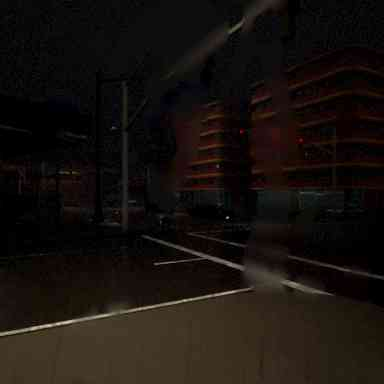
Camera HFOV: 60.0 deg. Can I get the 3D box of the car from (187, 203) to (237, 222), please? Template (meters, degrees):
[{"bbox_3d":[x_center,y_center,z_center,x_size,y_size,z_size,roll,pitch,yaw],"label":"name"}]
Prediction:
[{"bbox_3d":[1.543,1.601,26.803,1.895,1.301,4.718,0,0,-31],"label":"car"}]

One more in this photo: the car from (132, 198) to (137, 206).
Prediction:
[{"bbox_3d":[-10.840,1.601,55.076,1.895,1.301,4.718,0,0,-31],"label":"car"}]

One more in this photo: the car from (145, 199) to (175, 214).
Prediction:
[{"bbox_3d":[-3.555,1.526,35.444,1.812,1.442,4.674,0,0,-30],"label":"car"}]

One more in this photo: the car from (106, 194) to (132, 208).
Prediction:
[{"bbox_3d":[-10.747,1.503,47.653,1.837,1.490,4.892,0,0,-31],"label":"car"}]
